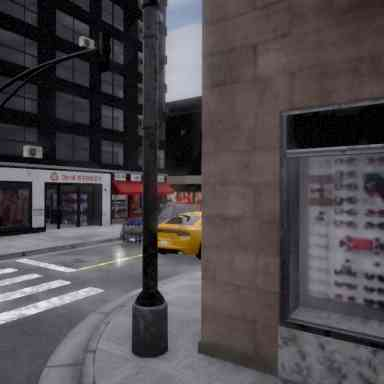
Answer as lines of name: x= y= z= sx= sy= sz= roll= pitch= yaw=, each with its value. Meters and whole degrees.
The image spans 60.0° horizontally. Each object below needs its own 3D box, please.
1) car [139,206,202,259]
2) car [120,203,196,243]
car: x=0.465 y=1.501 z=12.864 sx=1.882 sy=1.535 sz=5.008 roll=0 pitch=0 yaw=33
car: x=-1.197 y=1.369 z=15.523 sx=2.097 sy=1.767 sz=4.553 roll=0 pitch=0 yaw=33
